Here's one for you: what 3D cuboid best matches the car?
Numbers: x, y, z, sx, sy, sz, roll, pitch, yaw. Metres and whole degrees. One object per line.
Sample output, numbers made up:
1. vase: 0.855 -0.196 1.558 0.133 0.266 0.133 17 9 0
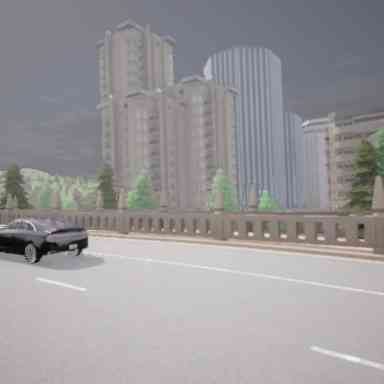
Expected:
1. car: -5.955 1.692 12.536 4.902 1.511 2.128 -2 -1 35
